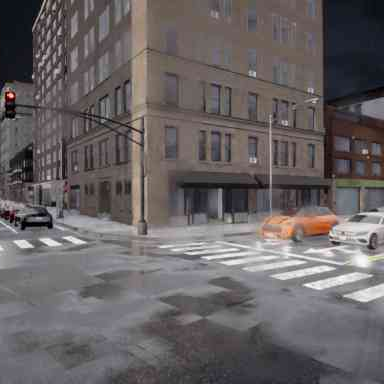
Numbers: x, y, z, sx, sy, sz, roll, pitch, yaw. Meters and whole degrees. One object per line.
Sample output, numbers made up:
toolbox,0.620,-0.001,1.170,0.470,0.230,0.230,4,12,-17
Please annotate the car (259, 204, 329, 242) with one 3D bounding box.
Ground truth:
car,5.606,1.504,17.260,4.553,1.767,2.097,0,-1,-35

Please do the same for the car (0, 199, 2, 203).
car,-16.274,1.552,29.946,2.008,1.369,4.403,1,0,-35

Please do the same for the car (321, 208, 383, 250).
car,8.179,1.650,15.077,4.674,1.442,1.812,0,-1,-34

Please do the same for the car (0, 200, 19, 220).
car,-13.123,1.546,25.401,1.887,1.381,4.507,1,0,-35

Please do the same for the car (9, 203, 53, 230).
car,-9.973,1.568,20.855,1.947,1.339,4.313,1,0,-35
